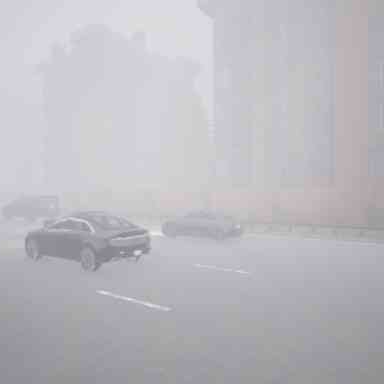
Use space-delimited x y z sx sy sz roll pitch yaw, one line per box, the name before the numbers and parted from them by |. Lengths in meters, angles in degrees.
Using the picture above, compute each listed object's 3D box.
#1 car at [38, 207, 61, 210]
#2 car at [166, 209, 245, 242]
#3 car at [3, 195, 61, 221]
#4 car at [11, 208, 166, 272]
car | -5.254 1.601 16.348 4.718 1.301 1.895 0 0 36
car | 0.523 1.563 16.522 4.181 1.385 1.994 0 0 36
car | -12.395 1.222 25.750 5.566 2.045 2.150 0 0 36
car | -3.496 1.491 10.792 4.902 1.511 2.128 0 0 36
